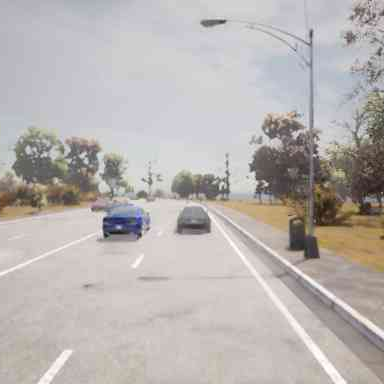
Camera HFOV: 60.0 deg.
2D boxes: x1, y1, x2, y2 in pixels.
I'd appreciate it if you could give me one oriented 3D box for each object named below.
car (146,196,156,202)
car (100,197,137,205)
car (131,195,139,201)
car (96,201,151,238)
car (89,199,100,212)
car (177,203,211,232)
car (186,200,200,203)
[{"bbox_3d":[-9.234,1.597,74.500,1.994,1.385,4.181,0,0,-9],"label":"car"},{"bbox_3d":[-7.089,1.517,32.584,2.128,1.511,4.902,0,0,0],"label":"car"},{"bbox_3d":[-13.773,1.422,79.656,2.128,1.511,4.902,0,0,-12],"label":"car"},{"bbox_3d":[-3.395,1.491,17.922,1.882,1.535,5.008,0,0,0],"label":"car"},{"bbox_3d":[-10.610,1.556,39.587,1.812,1.442,4.674,0,0,0],"label":"car"},{"bbox_3d":[0.108,1.580,20.350,1.994,1.385,4.181,0,0,0],"label":"car"},{"bbox_3d":[0.097,1.630,38.514,1.895,1.301,4.718,0,0,0],"label":"car"}]
